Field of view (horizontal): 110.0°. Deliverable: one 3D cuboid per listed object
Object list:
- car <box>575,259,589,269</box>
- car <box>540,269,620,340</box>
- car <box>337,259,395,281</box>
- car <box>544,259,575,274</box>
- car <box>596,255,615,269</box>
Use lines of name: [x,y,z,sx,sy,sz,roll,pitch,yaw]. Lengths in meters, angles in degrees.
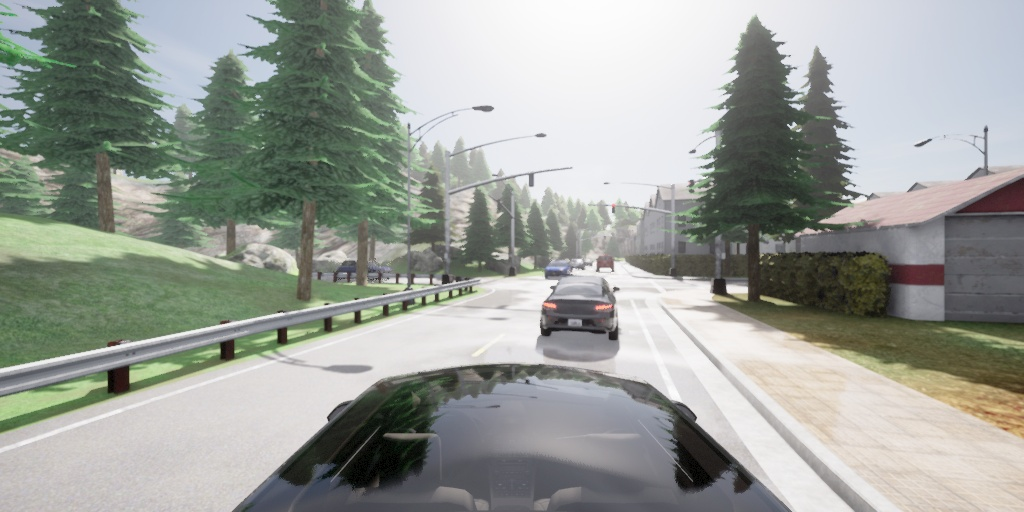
car: [8.866,1.186,48.567,2.128,1.511,4.902,0,0,16]
car: [1.960,1.266,9.924,1.812,1.442,4.674,0,0,15]
car: [-11.825,1.091,29.127,4.553,1.767,2.097,0,0,15]
car: [4.102,1.195,31.482,1.882,1.535,5.008,0,0,16]
car: [12.112,0.917,46.461,2.150,2.045,5.566,0,0,16]
